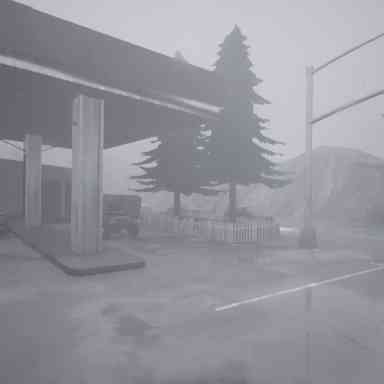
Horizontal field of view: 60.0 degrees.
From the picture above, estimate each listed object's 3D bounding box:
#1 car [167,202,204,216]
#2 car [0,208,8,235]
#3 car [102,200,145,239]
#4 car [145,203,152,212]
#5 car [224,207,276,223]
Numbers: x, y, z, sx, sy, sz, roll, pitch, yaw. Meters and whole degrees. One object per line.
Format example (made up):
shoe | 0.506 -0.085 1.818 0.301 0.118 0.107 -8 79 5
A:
car | -0.712 1.722 31.878 1.812 1.442 4.674 1 0 -35
car | -11.639 1.520 18.489 2.242 1.667 4.611 1 0 -36
car | -4.508 1.446 18.283 1.905 1.878 3.866 1 0 -36
car | -6.580 1.654 40.204 1.812 1.442 4.674 1 0 -35
car | 4.207 1.818 24.881 1.994 1.385 4.181 1 0 -35
